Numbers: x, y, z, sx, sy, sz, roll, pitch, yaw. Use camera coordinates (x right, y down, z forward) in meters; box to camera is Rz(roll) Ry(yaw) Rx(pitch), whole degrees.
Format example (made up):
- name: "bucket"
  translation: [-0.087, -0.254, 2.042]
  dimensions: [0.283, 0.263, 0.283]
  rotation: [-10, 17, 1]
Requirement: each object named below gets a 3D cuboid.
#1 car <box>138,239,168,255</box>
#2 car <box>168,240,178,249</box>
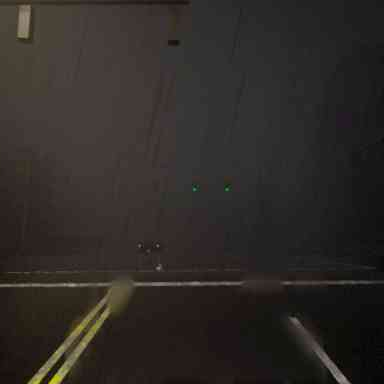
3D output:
- name: "car"
  translation: [-3.353, 4.609, 28.096]
  dimensions: [1.895, 1.301, 4.718]
  rotation: [0, -9, 0]
- name: "car"
  translation: [-3.206, 8.382, 53.410]
  dimensions: [1.895, 1.301, 4.718]
  rotation: [0, -8, 0]
